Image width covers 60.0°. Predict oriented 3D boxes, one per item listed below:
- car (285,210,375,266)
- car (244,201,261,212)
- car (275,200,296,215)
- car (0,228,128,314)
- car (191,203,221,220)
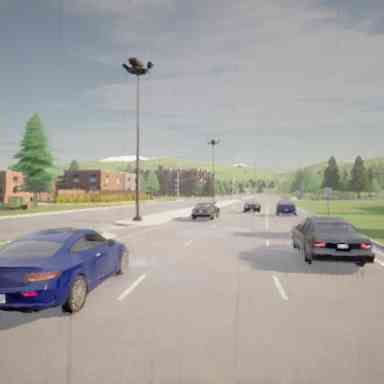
[{"bbox_3d":[4.709,1.580,11.798,2.033,1.411,5.357,0,0,11],"label":"car"},{"bbox_3d":[7.208,1.710,39.488,1.895,1.301,4.718,0,0,13],"label":"car"},{"bbox_3d":[9.674,1.573,34.514,1.882,1.535,5.008,0,0,13],"label":"car"},{"bbox_3d":[-2.884,1.547,7.612,1.812,1.442,4.674,0,0,6],"label":"car"},{"bbox_3d":[1.272,1.628,29.087,2.033,1.411,5.357,0,0,13],"label":"car"}]
